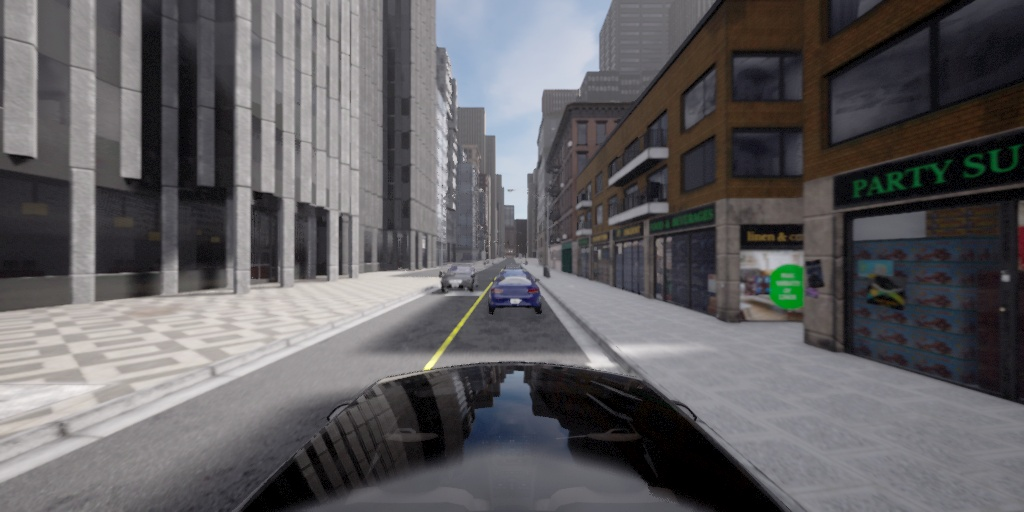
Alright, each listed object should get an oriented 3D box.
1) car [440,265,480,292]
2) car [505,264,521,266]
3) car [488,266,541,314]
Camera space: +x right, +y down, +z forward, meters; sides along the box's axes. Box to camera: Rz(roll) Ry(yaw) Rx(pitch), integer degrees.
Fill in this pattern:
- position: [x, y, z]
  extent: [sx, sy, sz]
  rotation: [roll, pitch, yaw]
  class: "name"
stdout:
- position: [-3.002, 1.283, 21.417]
  extent: [2.128, 1.511, 4.902]
  rotation: [0, 0, 0]
  class: "car"
- position: [0.097, 1.395, 31.601]
  extent: [1.895, 1.301, 4.718]
  rotation: [0, 0, 0]
  class: "car"
- position: [0.099, 1.283, 13.786]
  extent: [1.812, 1.442, 4.674]
  rotation: [0, 0, 0]
  class: "car"
